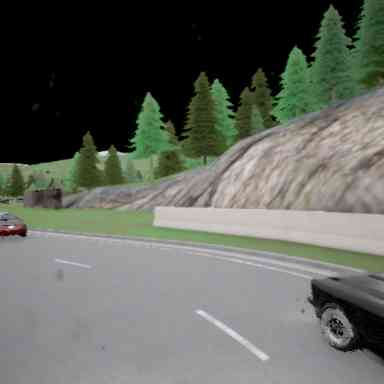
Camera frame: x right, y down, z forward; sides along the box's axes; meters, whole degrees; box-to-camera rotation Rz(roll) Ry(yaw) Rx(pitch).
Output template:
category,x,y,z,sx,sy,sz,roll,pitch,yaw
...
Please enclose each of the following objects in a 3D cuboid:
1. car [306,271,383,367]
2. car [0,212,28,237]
category,x,y,z,sx,sy,sz,roll,pitch,yaw
car,3.161,1.496,3.268,1.895,1.301,4.718,-2,0,-13
car,-11.070,1.868,18.807,4.181,1.385,1.994,-2,0,39
